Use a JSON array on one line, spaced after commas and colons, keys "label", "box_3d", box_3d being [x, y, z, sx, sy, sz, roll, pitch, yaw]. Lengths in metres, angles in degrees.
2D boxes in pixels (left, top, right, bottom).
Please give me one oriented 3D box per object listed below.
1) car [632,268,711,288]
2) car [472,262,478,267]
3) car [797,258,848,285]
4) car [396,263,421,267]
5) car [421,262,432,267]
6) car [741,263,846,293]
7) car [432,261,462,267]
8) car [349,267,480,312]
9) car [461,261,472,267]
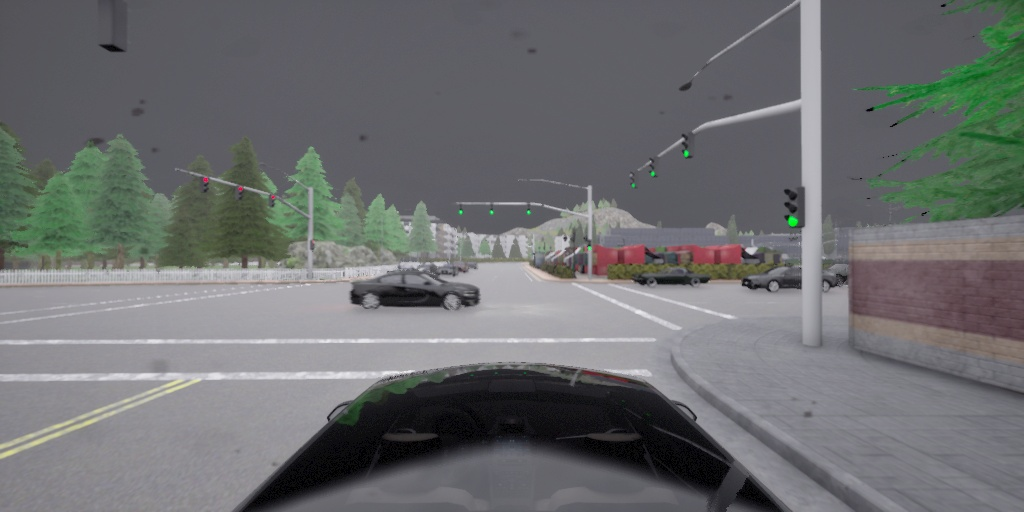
[{"label": "car", "box_3d": [10.735, 1.450, 24.494, 4.718, 1.301, 1.895, 0, 0, 0]}, {"label": "car", "box_3d": [-7.038, 1.714, 62.927, 2.033, 1.411, 5.357, 0, 0, 0]}, {"label": "car", "box_3d": [22.803, 1.204, 24.571, 4.553, 1.767, 2.097, 0, 0, 0]}, {"label": "car", "box_3d": [-10.587, 1.576, 34.744, 1.895, 1.301, 4.718, 0, 0, 0]}, {"label": "car", "box_3d": [-10.583, 1.531, 44.335, 2.128, 1.511, 4.902, 0, 0, 0]}, {"label": "car", "box_3d": [16.154, 1.330, 21.025, 4.892, 1.490, 1.837, 0, 0, 0]}, {"label": "car", "box_3d": [-7.081, 1.572, 39.586, 1.994, 1.385, 4.181, 0, 0, 0]}, {"label": "car", "box_3d": [-3.764, 1.333, 14.147, 5.008, 1.535, 1.882, 0, -1, 3]}, {"label": "car", "box_3d": [-7.078, 1.419, 48.049, 2.097, 1.767, 4.553, 0, -1, 0]}]
